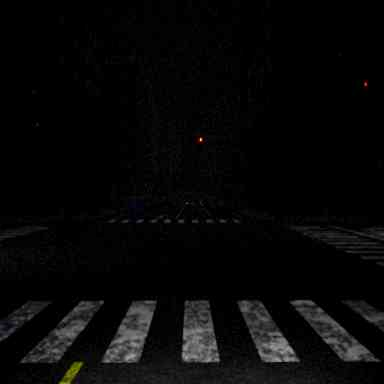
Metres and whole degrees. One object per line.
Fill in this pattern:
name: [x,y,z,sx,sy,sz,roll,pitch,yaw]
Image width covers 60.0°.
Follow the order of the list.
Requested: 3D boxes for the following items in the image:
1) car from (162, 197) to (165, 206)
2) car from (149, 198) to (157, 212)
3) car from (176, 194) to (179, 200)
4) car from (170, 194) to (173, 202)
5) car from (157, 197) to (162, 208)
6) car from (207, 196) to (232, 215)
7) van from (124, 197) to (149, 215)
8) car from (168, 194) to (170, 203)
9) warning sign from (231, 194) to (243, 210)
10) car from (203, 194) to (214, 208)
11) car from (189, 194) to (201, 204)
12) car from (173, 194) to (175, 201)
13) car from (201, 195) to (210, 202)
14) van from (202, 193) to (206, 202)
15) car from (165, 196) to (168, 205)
car: [-5.589,1.615,50.464,1.802,1.307,4.206,0,0,0]
car: [-5.651,1.466,39.128,1.967,1.590,4.097,0,0,0]
car: [-5.373,1.361,90.142,2.192,1.841,5.009,0,0,0]
car: [-5.496,1.607,67.469,1.947,1.339,4.313,0,0,0]
car: [-5.619,1.596,44.796,1.947,1.339,4.313,0,0,0]
car: [2.844,1.462,33.415,1.967,1.590,4.097,0,0,0]
van: [-5.682,1.363,33.460,1.690,1.788,3.998,0,0,0]
car: [-5.528,1.564,61.630,1.752,1.417,4.829,0,0,0]
warning sign: [5.278,1.142,39.397,1.300,1.860,1.060,0,0,0]
car: [2.906,1.470,44.753,1.967,1.590,4.097,0,0,0]
car: [0.343,1.603,63.788,1.994,1.385,4.181,0,0,0]
car: [-5.465,1.587,73.136,1.887,1.381,4.507,0,0,0]
car: [3.091,1.484,78.769,1.967,1.590,4.097,0,0,0]
van: [2.967,1.377,56.092,1.690,1.788,3.998,0,0,0]
car: [-5.558,1.602,56.133,1.947,1.339,4.313,0,0,0]
